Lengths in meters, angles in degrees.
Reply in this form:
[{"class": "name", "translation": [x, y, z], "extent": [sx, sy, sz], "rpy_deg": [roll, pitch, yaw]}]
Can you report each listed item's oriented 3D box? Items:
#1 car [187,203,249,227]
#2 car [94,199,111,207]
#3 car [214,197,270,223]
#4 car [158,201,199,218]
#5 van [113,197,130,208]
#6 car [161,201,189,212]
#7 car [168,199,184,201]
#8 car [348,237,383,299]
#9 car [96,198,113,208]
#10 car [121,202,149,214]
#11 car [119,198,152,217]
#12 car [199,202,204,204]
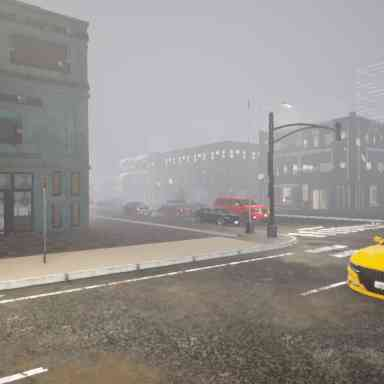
[{"class": "car", "translation": [1.878, 1.814, 25.404], "extent": [1.947, 1.339, 4.313], "rpy_deg": [-1, 0, -35]}, {"class": "car", "translation": [-18.453, 2.226, 68.720], "extent": [1.887, 1.381, 4.507], "rpy_deg": [-1, 0, -35]}, {"class": "car", "translation": [3.933, 1.445, 27.199], "extent": [2.150, 2.045, 5.566], "rpy_deg": [-1, 0, -35]}, {"class": "car", "translation": [-1.718, 1.936, 35.168], "extent": [1.895, 1.301, 4.718], "rpy_deg": [-1, 0, -35]}, {"class": "van", "translation": [-12.049, 1.906, 59.694], "extent": [1.690, 1.788, 3.998], "rpy_deg": [-1, 0, -35]}, {"class": "car", "translation": [-2.429, 1.965, 46.155], "extent": [1.802, 1.307, 4.206], "rpy_deg": [-2, 0, -35]}, {"class": "car", "translation": [-2.320, 1.718, 41.531], "extent": [2.097, 1.767, 4.553], "rpy_deg": [-1, 0, -35]}, {"class": "car", "translation": [5.574, 1.476, 7.652], "extent": [5.008, 1.535, 1.882], "rpy_deg": [0, 0, -35]}, {"class": "car", "translation": [-15.641, 2.219, 60.302], "extent": [1.895, 1.301, 4.718], "rpy_deg": [-1, 0, -35]}, {"class": "car", "translation": [-7.432, 2.011, 43.235], "extent": [1.994, 1.385, 4.181], "rpy_deg": [-1, 0, -35]}, {"class": "car", "translation": [-6.060, 1.846, 36.788], "extent": [1.967, 1.590, 4.097], "rpy_deg": [-1, 0, -35]}, {"class": "car", "translation": [0.775, 1.903, 41.643], "extent": [1.802, 1.307, 4.206], "rpy_deg": [-2, 0, -35]}]
